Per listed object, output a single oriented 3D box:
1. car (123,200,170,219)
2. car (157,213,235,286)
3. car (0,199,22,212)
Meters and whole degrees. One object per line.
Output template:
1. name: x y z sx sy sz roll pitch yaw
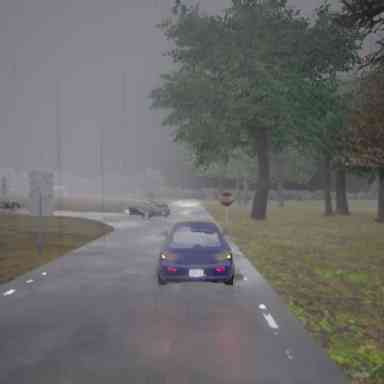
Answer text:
1. car: -3.845 1.415 27.602 2.128 1.511 4.902 3 -1 -42
2. car: 0.093 1.554 9.361 1.812 1.442 4.674 0 0 0
3. car: -16.991 0.902 27.950 4.718 1.301 1.895 3 -1 1
